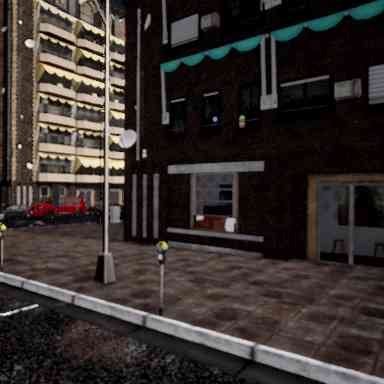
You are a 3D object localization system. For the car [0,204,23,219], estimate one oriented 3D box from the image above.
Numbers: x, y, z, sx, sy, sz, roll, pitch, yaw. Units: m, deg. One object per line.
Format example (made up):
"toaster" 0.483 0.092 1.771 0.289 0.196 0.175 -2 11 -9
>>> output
"car" -17.147 1.835 31.916 2.008 1.369 4.403 0 0 36

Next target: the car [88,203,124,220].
"car" -7.123 1.979 31.388 1.947 1.339 4.313 0 0 36

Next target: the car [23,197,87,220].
"car" -13.169 1.559 32.930 2.150 2.045 5.566 1 0 37
